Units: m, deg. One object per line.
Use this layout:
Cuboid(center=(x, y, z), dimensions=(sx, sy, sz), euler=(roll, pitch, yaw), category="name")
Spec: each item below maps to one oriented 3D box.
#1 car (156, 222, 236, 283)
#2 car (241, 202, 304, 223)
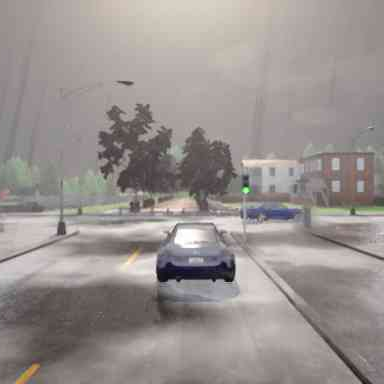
Cuboid(center=(0.098, 1.568, 9.720), dimensions=(1.994, 1.385, 4.181), euler=(0, 0, 0), category="car")
Cuboid(center=(6.229, 1.491, 25.301), dimensions=(5.008, 1.535, 1.882), euler=(0, -2, -14), category="car")
